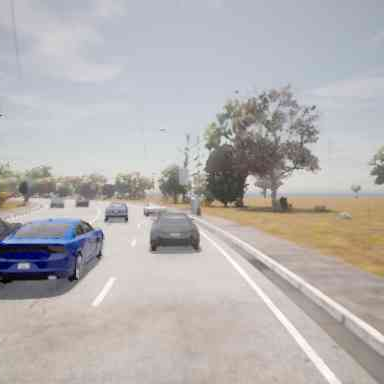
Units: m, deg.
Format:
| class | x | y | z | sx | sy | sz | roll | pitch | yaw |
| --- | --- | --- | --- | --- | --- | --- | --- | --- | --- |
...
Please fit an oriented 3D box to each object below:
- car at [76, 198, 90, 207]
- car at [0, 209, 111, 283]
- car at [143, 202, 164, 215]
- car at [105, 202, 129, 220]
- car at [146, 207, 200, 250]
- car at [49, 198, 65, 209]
| class | x | y | z | sx | sy | sz | roll | pitch | yaw |
| --- | --- | --- | --- | --- | --- | --- | --- | --- | --- |
| car | -16.910 | 1.652 | 51.493 | 1.895 | 1.301 | 4.718 | 0 | 0 | -20 |
| car | -3.898 | 1.492 | 9.840 | 1.882 | 1.535 | 5.008 | 0 | 0 | -4 |
| car | -3.677 | 1.630 | 32.347 | 1.895 | 1.301 | 4.718 | 0 | 0 | -12 |
| car | -6.274 | 1.576 | 27.842 | 2.033 | 1.411 | 5.357 | 0 | 0 | -11 |
| car | -0.821 | 1.576 | 14.546 | 1.994 | 1.385 | 4.181 | 0 | 0 | -6 |
| car | -19.290 | 1.574 | 47.780 | 1.812 | 1.442 | 4.674 | 0 | 0 | -20 |
